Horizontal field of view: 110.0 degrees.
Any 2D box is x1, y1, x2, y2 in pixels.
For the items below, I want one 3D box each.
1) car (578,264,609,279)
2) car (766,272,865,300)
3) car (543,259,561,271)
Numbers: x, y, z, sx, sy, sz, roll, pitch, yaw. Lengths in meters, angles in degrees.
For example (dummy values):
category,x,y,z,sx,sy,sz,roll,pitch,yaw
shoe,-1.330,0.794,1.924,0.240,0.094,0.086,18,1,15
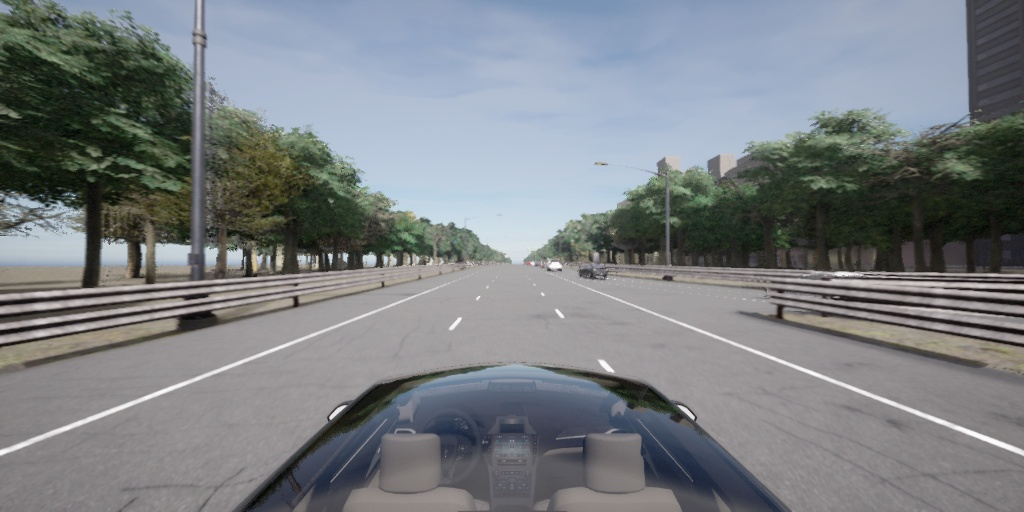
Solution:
category,x,y,z,sx,sy,sz,roll,pitch,yaw
car,8.470,1.586,37.681,2.128,1.511,4.902,0,0,-9
car,14.332,1.435,16.446,1.812,1.442,4.674,0,-1,-21
car,7.009,1.484,60.478,2.150,2.045,5.566,0,-1,0
